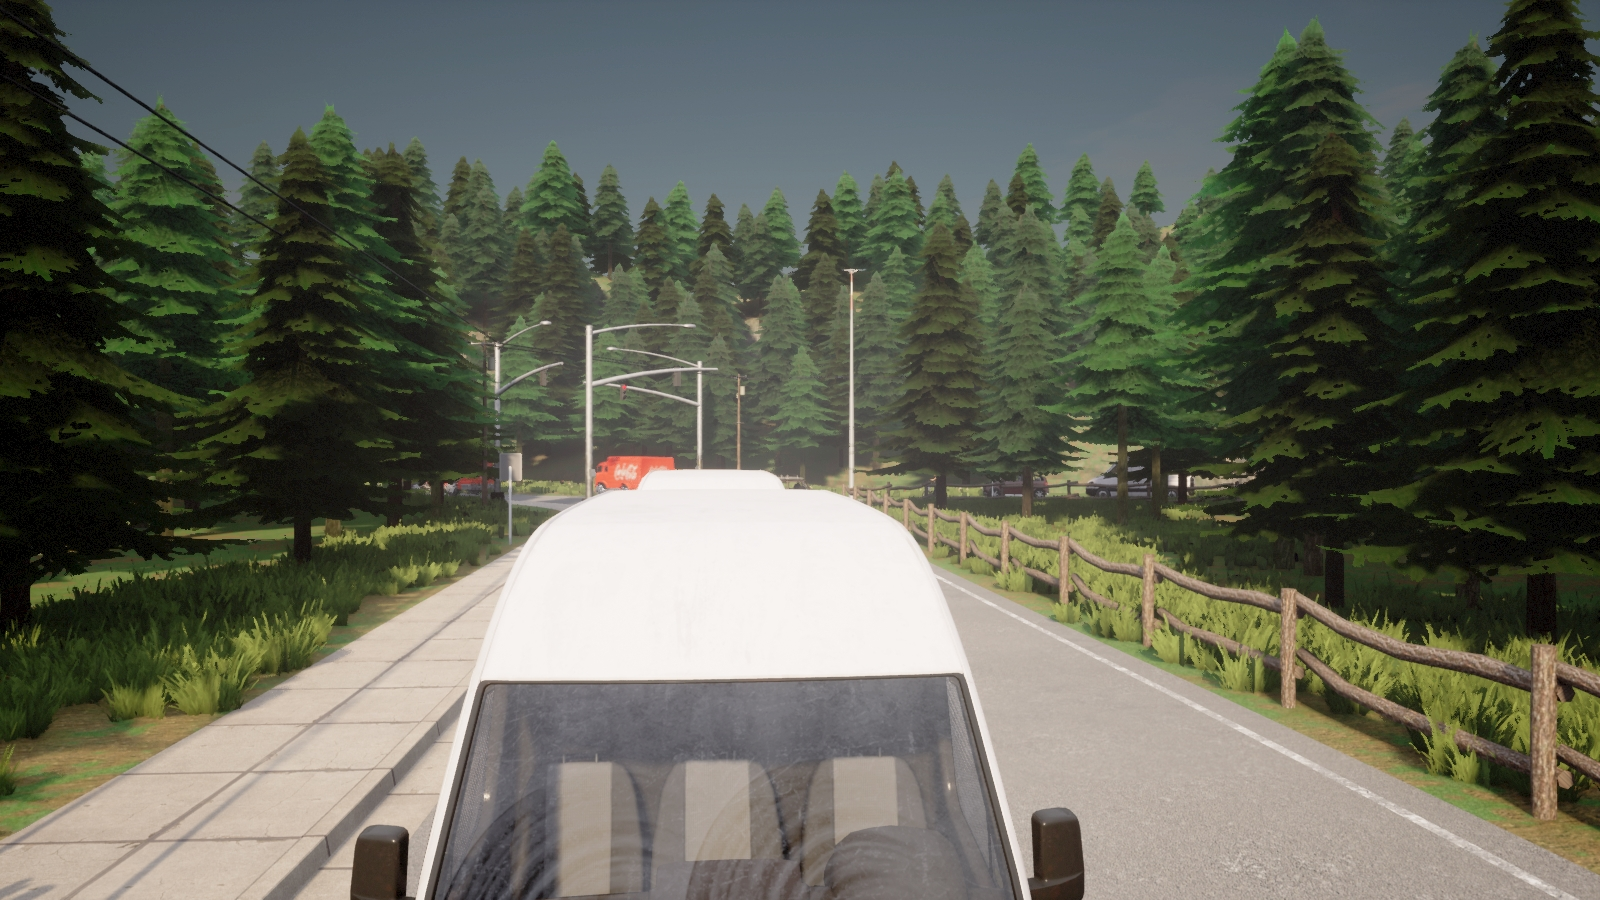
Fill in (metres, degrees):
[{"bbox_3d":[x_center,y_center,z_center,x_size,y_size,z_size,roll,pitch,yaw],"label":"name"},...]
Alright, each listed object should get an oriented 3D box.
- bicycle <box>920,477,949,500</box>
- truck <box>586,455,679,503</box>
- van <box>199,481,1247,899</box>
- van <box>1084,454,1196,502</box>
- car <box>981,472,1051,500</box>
[{"bbox_3d":[7.650,2.158,64.900,1.487,1.276,0.859,0,0,-7],"label":"bicycle"},{"bbox_3d":[-9.229,1.543,62.505,2.627,2.467,5.204,0,0,-41],"label":"truck"},{"bbox_3d":[-0.344,1.499,5.120,1.988,2.561,5.915,0,0,-5],"label":"van"},{"bbox_3d":[19.038,1.535,64.038,5.915,2.561,1.988,0,0,19],"label":"van"},{"bbox_3d":[12.274,2.026,65.128,3.705,1.549,1.789,0,0,4],"label":"car"}]
